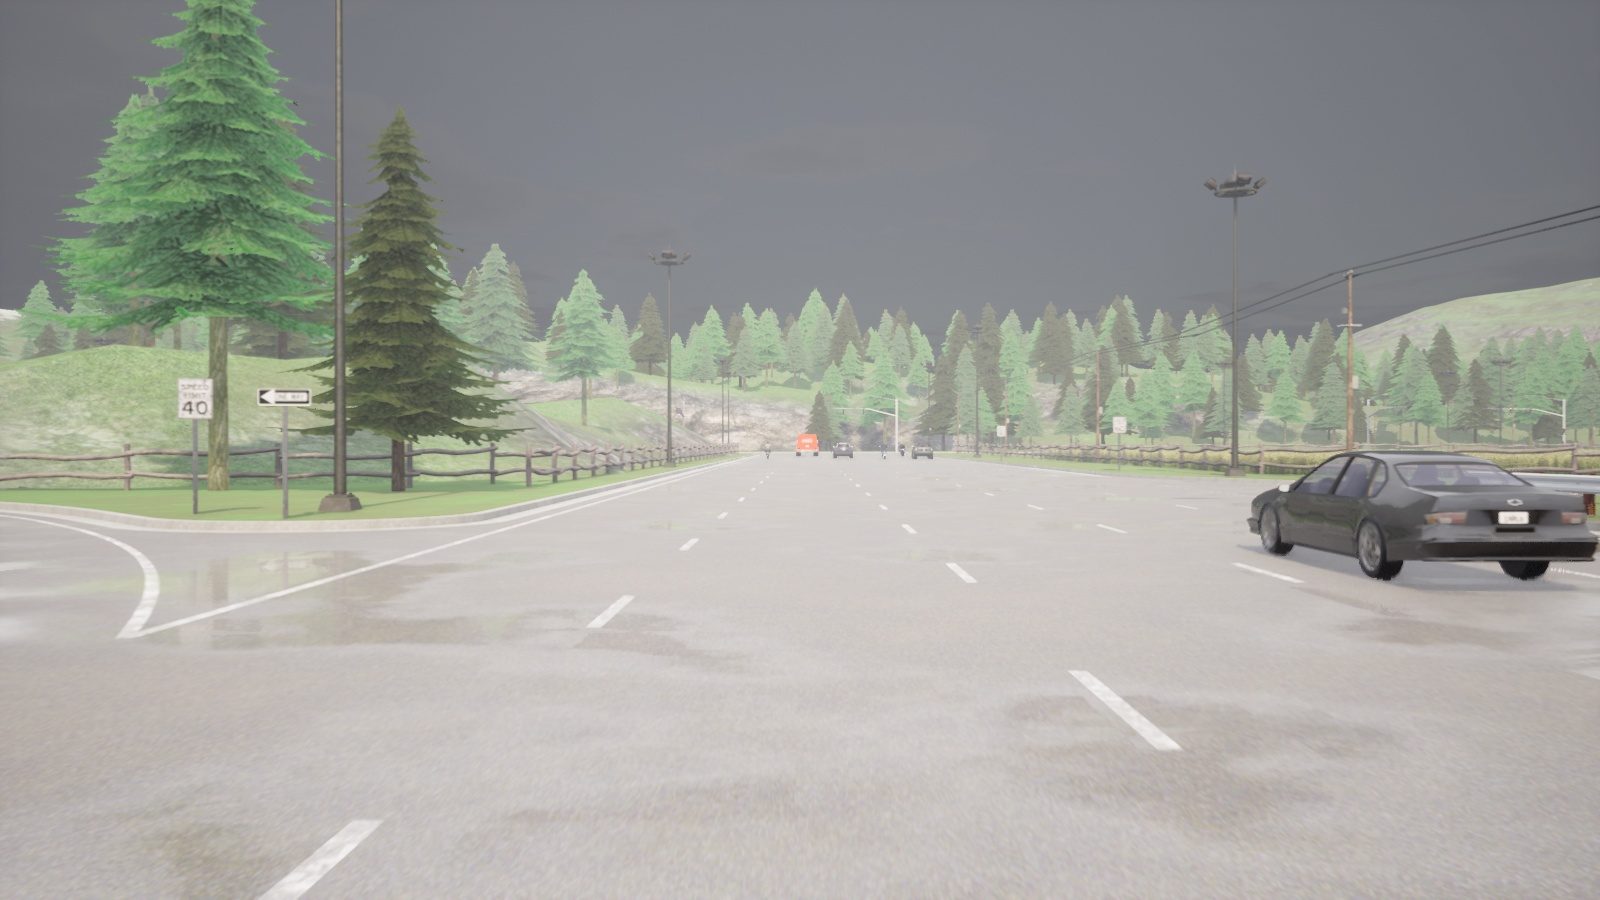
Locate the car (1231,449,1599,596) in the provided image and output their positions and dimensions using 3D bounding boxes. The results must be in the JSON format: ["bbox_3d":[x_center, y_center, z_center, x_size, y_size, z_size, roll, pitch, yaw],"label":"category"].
[{"bbox_3d":[7.100,0.715,15.060,2.033,1.411,5.357,0,0,0],"label":"car"}]
